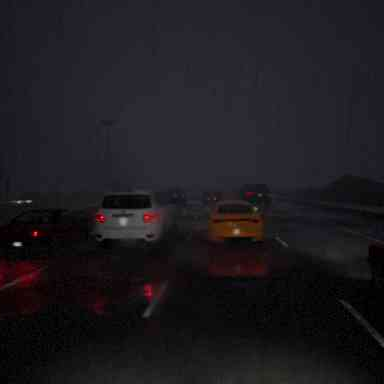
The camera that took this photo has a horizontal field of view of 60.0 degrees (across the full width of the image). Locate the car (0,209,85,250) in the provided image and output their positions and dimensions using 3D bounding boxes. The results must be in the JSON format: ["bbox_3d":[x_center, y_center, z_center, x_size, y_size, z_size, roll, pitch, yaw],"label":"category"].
[{"bbox_3d":[-5.400,1.303,12.801,1.895,1.301,4.718,-1,2,4],"label":"car"}]

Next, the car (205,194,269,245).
[{"bbox_3d":[1.617,1.066,13.306,1.882,1.535,5.008,-1,2,4],"label":"car"}]

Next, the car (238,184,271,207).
[{"bbox_3d":[5.453,0.280,29.819,2.150,2.045,5.566,-1,2,-2],"label":"car"}]

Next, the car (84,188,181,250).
[{"bbox_3d":[-1.893,0.875,12.764,2.150,2.045,5.566,-1,2,4],"label":"car"}]

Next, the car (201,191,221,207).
[{"bbox_3d":[1.942,0.601,31.714,2.033,1.411,5.357,-1,2,-2],"label":"car"}]

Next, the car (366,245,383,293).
[{"bbox_3d":[4.451,1.390,5.001,1.895,1.301,4.718,-1,2,6],"label":"car"}]

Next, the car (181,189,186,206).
[{"bbox_3d":[-1.673,0.404,33.504,2.097,1.767,4.553,-1,2,-2],"label":"car"}]
